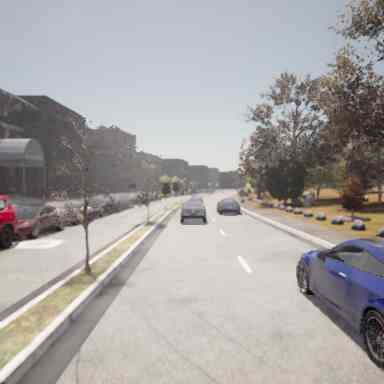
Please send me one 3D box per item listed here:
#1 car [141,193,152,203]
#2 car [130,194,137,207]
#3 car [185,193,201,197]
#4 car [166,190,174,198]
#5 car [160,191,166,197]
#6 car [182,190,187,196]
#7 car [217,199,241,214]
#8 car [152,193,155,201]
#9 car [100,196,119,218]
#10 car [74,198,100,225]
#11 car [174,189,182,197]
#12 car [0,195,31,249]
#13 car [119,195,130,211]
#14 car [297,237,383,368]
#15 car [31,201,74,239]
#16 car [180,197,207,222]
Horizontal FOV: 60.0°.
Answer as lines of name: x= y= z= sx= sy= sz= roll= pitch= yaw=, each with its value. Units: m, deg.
car: x=-7.821 y=0.983 z=49.804 sx=2.097 sy=1.535 sz=5.008 roll=0 pitch=1 yaw=1
car: x=-7.881 y=1.113 z=38.812 sx=2.231 sy=1.521 sz=4.892 roll=0 pitch=1 yaw=0
car: x=0.558 y=1.158 z=41.749 sx=2.033 sy=1.411 sz=5.357 roll=0 pitch=1 yaw=2
car: x=-6.214 y=0.614 z=77.403 sx=1.946 sy=1.575 sz=5.366 roll=0 pitch=1 yaw=7
car: x=-7.175 y=0.763 z=66.427 sx=1.946 sy=1.575 sz=5.366 roll=0 pitch=1 yaw=5
car: x=-3.923 y=0.128 z=94.112 sx=2.435 sy=2.045 sz=5.566 roll=0 pitch=1 yaw=10
car: x=3.369 y=1.289 z=31.105 sx=1.994 sy=1.385 sz=4.181 roll=0 pitch=1 yaw=1
car: x=-7.581 y=0.891 z=59.399 sx=2.163 sy=1.488 sz=4.792 roll=0 pitch=1 yaw=3
car: x=-7.939 y=1.262 z=27.686 sx=2.163 sy=1.488 sz=4.792 roll=0 pitch=1 yaw=0
car: x=-7.970 y=1.329 z=22.170 sx=2.002 sy=1.452 sz=4.674 roll=0 pitch=1 yaw=0
car: x=-4.801 y=0.463 z=88.639 sx=2.231 sy=1.521 sz=4.892 roll=0 pitch=1 yaw=9
car: x=-8.029 y=1.141 z=11.044 sx=2.435 sy=2.045 sz=5.566 roll=0 pitch=1 yaw=0
car: x=-7.910 y=1.214 z=33.262 sx=2.002 sy=1.452 sz=4.674 roll=0 pitch=1 yaw=0
car: x=3.249 y=1.481 z=5.528 sx=1.812 sy=1.442 sz=4.674 roll=0 pitch=0 yaw=0
car: x=-7.999 y=1.373 z=16.591 sx=2.163 sy=1.488 sz=4.792 roll=0 pitch=1 yaw=0
car: x=0.116 y=1.337 z=24.303 sx=2.033 sy=1.411 sz=5.357 roll=0 pitch=0 yaw=0
